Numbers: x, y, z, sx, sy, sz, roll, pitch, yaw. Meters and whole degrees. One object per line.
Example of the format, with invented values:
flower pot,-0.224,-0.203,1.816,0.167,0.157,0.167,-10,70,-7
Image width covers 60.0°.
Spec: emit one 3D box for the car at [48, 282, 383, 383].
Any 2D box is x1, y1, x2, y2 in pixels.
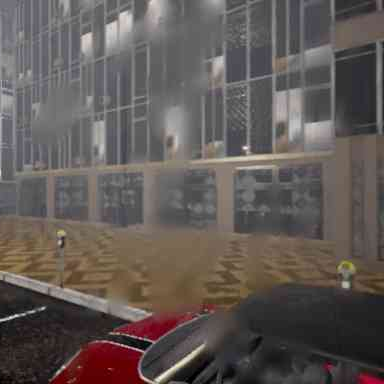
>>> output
car,0.717,1.441,2.366,4.097,1.590,1.967,0,0,36
